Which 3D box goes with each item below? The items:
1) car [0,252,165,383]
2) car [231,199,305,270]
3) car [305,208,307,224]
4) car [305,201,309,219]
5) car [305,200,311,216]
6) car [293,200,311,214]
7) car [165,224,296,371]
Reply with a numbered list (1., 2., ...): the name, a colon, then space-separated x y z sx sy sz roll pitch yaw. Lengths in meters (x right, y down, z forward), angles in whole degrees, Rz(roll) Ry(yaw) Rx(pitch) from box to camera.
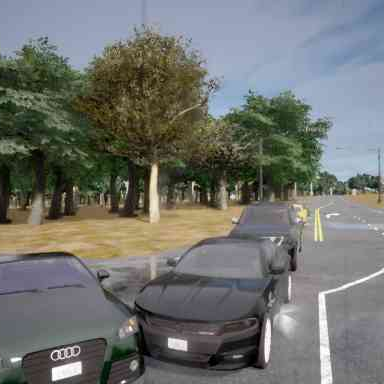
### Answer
1. car: -2.309 1.643 4.967 1.994 1.385 4.181 1 -2 -33
2. car: 2.858 1.460 12.405 2.150 2.045 5.566 -2 0 21
3. car: 5.085 1.774 18.309 1.895 1.301 4.718 -1 0 21
4. car: 7.234 1.664 24.063 1.882 1.535 5.008 -1 0 21
5. car: 9.292 1.725 29.567 1.812 1.442 4.674 -1 0 21
6. car: 13.316 1.748 40.152 1.812 1.442 4.674 -1 0 21
7. car: 0.737 1.613 6.264 1.882 1.535 5.008 -1 -2 21
